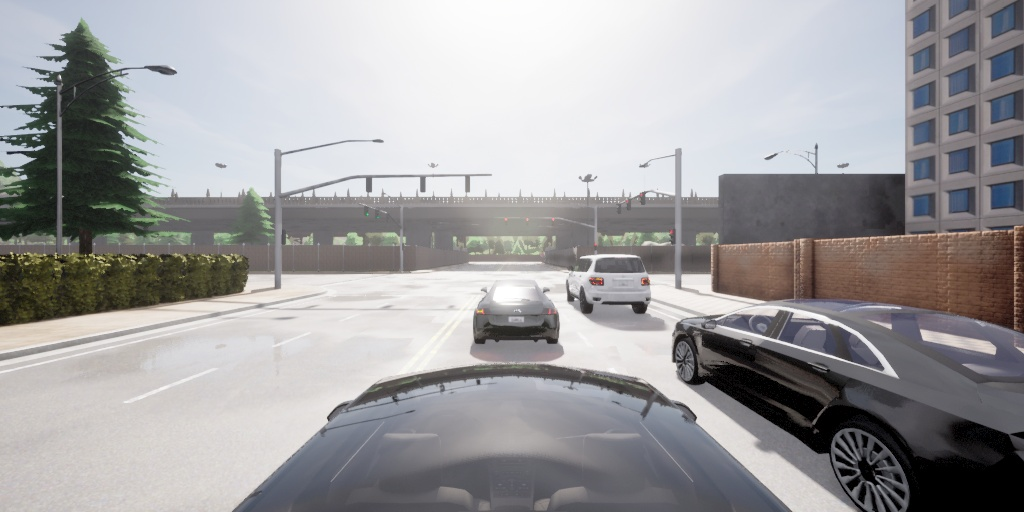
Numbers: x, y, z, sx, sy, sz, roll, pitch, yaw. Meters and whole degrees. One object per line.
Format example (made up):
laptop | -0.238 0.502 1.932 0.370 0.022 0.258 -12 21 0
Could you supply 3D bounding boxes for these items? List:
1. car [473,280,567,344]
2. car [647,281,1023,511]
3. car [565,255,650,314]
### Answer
car | 0.092 1.314 9.586 1.994 1.385 4.181 0 0 0
car | 3.595 1.242 4.126 2.128 1.511 4.902 0 0 0
car | 3.488 0.971 13.931 2.150 2.045 5.566 0 0 0
